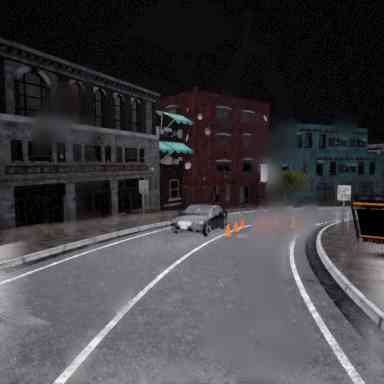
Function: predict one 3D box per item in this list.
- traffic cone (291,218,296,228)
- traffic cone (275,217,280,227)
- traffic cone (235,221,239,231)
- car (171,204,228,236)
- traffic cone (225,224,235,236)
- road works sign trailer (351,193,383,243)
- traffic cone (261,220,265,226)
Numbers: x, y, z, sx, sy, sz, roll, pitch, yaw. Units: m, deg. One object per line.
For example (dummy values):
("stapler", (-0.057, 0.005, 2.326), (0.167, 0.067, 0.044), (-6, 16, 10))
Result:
("traffic cone", (6.616, 2.010, 21.686), (0.340, 0.580, 0.340), (2, 1, 19))
("traffic cone", (5.670, 1.971, 22.006), (0.340, 0.580, 0.340), (2, 1, 18))
("traffic cone", (2.491, 1.903, 18.874), (0.340, 0.580, 0.340), (2, 1, 19))
("car", (0.546, 1.398, 17.901), (2.128, 1.511, 4.902), (2, 1, 22))
("traffic cone", (1.841, 1.905, 16.983), (0.340, 0.580, 0.340), (2, 0, 19))
("road works sign trailer", (7.114, 1.155, 10.546), (3.560, 2.380, 2.880), (2, 45, 37))
("traffic cone", (4.044, 2.048, 20.203), (0.340, 0.340, 0.580), (0, 1, -11))
